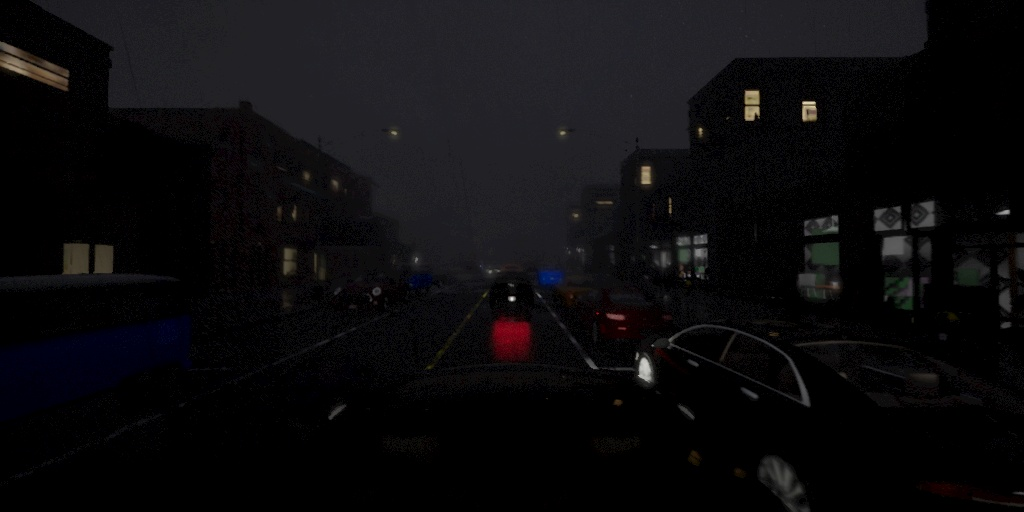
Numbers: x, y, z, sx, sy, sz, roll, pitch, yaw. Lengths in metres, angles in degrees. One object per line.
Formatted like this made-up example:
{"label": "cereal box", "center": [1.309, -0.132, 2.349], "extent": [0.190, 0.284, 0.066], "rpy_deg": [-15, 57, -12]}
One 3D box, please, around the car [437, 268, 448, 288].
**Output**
{"label": "car", "center": [-5.695, 1.525, 25.907], "extent": [2.007, 1.370, 4.403], "rpy_deg": [0, 0, 0]}

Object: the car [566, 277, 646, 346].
{"label": "car", "center": [2.689, 1.403, 9.292], "extent": [1.802, 1.307, 4.207], "rpy_deg": [0, 0, 0]}

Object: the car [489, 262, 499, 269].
{"label": "car", "center": [-3.063, 1.789, 63.944], "extent": [1.882, 1.535, 5.008], "rpy_deg": [0, 0, 1]}

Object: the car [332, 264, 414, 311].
{"label": "car", "center": [-5.693, 1.312, 14.821], "extent": [1.967, 1.591, 4.097], "rpy_deg": [0, 0, 0]}

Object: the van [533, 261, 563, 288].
{"label": "van", "center": [2.686, 1.316, 25.922], "extent": [1.690, 1.789, 3.998], "rpy_deg": [0, 0, 0]}

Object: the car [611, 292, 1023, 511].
{"label": "car", "center": [2.691, 1.320, 3.749], "extent": [2.007, 1.370, 4.403], "rpy_deg": [0, 0, 0]}

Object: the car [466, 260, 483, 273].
{"label": "car", "center": [-5.701, 1.536, 53.622], "extent": [2.192, 1.841, 5.009], "rpy_deg": [0, 0, 0]}

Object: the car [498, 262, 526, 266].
{"label": "car", "center": [-0.001, 1.502, 31.329], "extent": [1.882, 1.535, 5.008], "rpy_deg": [0, 0, 0]}

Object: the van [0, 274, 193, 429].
{"label": "van", "center": [-5.690, 1.110, 3.735], "extent": [1.690, 1.789, 3.998], "rpy_deg": [0, 0, 0]}

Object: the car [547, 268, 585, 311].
{"label": "car", "center": [2.688, 1.398, 15.005], "extent": [1.751, 1.417, 4.829], "rpy_deg": [0, 0, 0]}

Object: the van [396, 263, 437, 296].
{"label": "van", "center": [-5.694, 1.265, 20.363], "extent": [1.690, 1.789, 3.998], "rpy_deg": [0, 0, 0]}

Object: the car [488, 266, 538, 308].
{"label": "car", "center": [0.001, 1.393, 16.151], "extent": [1.837, 1.490, 4.892], "rpy_deg": [0, 0, 0]}

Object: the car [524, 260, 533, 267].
{"label": "car", "center": [2.681, 1.614, 48.093], "extent": [1.967, 1.591, 4.097], "rpy_deg": [0, 0, 0]}
